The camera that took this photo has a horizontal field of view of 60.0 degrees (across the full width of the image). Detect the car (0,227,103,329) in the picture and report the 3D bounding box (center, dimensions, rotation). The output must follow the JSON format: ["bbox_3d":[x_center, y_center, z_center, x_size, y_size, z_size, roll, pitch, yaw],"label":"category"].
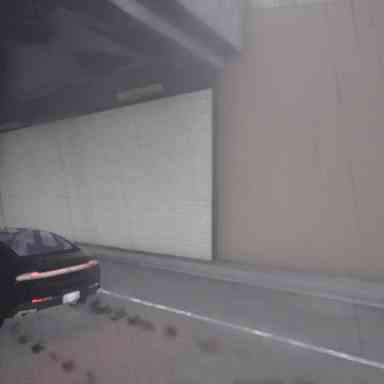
[{"bbox_3d":[-3.924,1.479,6.794,4.902,1.511,2.128,0,0,36],"label":"car"}]
